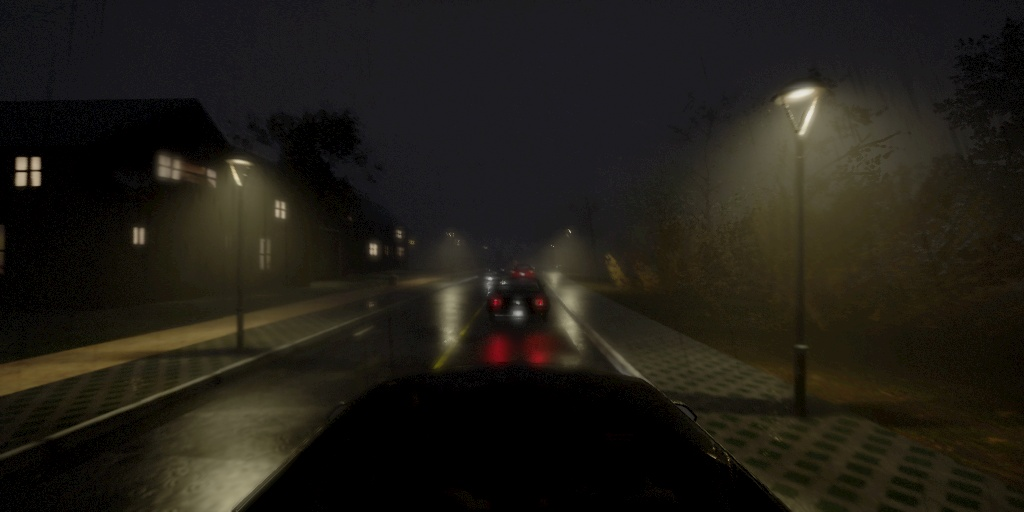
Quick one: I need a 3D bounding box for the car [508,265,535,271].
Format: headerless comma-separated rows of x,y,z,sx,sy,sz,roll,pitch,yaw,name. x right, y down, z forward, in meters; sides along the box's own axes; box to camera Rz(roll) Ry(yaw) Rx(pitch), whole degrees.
0.971,1.411,29.957,1.994,1.385,4.181,0,0,3,car

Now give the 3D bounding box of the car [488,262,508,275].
-1.434,1.416,37.983,1.812,1.442,4.674,0,0,4,car

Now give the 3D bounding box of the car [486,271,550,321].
0.243,1.382,12.613,1.895,1.301,4.718,0,0,2,car
